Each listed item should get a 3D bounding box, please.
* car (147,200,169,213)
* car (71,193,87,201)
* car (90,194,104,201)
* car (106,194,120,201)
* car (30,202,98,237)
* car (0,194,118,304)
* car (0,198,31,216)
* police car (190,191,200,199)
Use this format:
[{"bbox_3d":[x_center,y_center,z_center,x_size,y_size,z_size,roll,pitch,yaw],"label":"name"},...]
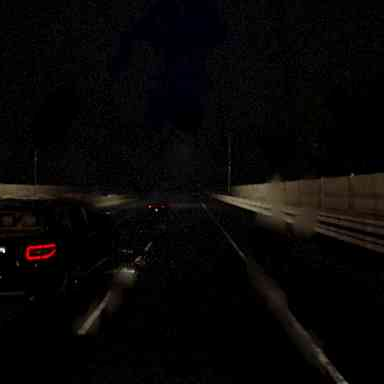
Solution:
[{"bbox_3d":[-3.395,1.442,34.115,1.895,1.301,4.718,0,0,0],"label":"car"},{"bbox_3d":[-24.491,1.101,72.363,1.882,1.535,5.008,0,0,0],"label":"car"},{"bbox_3d":[-20.991,1.170,73.726,1.895,1.301,4.718,0,0,0],"label":"car"},{"bbox_3d":[-17.491,1.099,73.756,1.812,1.442,4.674,0,0,0],"label":"car"},{"bbox_3d":[-6.897,1.391,18.634,1.882,1.535,5.008,0,0,0],"label":"car"},{"bbox_3d":[-3.399,1.183,8.210,2.150,2.045,5.566,0,0,0],"label":"car"},{"bbox_3d":[-17.591,1.344,31.615,2.128,1.511,4.902,0,0,0],"label":"car"},{"bbox_3d":[1.062,0.992,91.500,1.930,1.638,5.238,0,0,0],"label":"police car"}]
